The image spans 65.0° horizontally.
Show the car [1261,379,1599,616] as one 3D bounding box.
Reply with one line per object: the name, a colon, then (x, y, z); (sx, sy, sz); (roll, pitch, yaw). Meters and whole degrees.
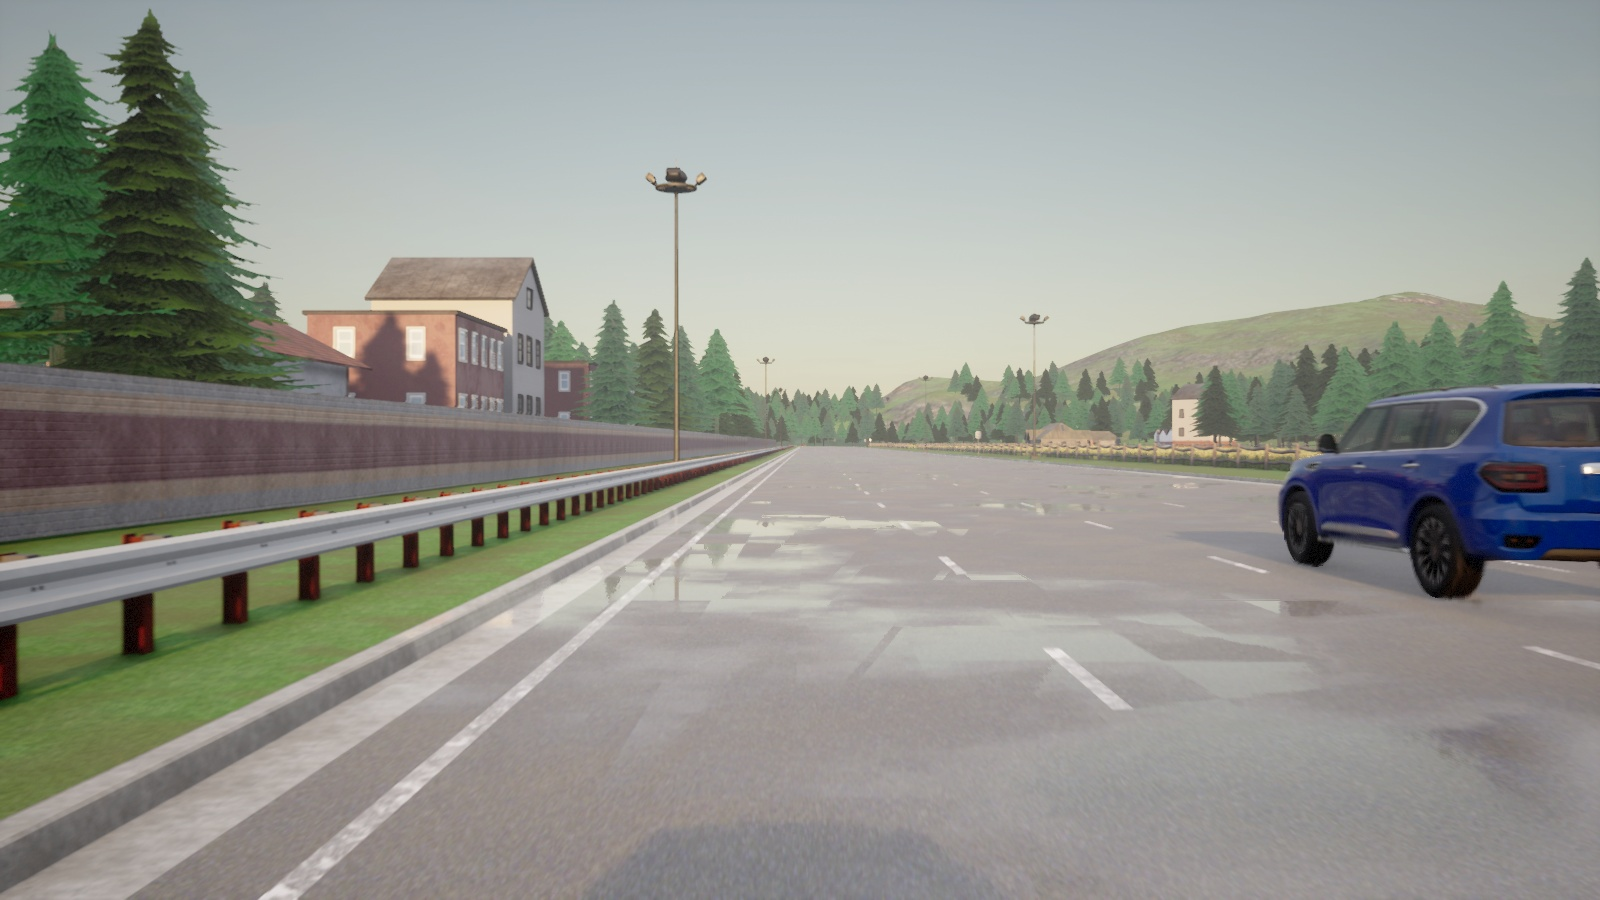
car: (7.094, 0.394, 13.631); (2.150, 2.045, 5.566); (0, 0, 0)
